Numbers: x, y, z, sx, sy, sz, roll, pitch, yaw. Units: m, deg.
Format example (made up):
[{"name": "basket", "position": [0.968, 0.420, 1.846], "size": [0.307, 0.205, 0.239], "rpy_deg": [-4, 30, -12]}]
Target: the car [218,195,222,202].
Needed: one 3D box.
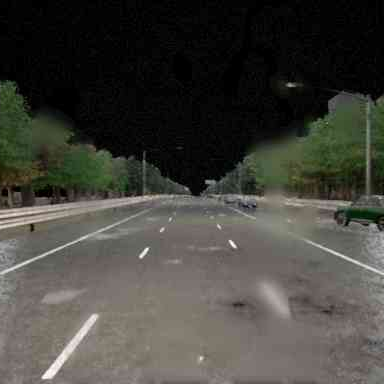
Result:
[{"name": "car", "position": [6.986, 1.436, 75.161], "size": [2.128, 1.511, 4.902], "rpy_deg": [0, 0, 0]}]

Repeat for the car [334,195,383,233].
[{"name": "car", "position": [11.042, 1.214, 19.846], "size": [2.150, 2.045, 5.566], "rpy_deg": [0, 0, -16]}]

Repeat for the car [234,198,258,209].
[{"name": "car", "position": [7.119, 1.543, 43.399], "size": [1.895, 1.301, 4.718], "rpy_deg": [0, 0, -2]}]

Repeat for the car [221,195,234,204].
[{"name": "car", "position": [6.944, 1.476, 60.474], "size": [1.994, 1.385, 4.181], "rpy_deg": [0, 0, 0]}]
